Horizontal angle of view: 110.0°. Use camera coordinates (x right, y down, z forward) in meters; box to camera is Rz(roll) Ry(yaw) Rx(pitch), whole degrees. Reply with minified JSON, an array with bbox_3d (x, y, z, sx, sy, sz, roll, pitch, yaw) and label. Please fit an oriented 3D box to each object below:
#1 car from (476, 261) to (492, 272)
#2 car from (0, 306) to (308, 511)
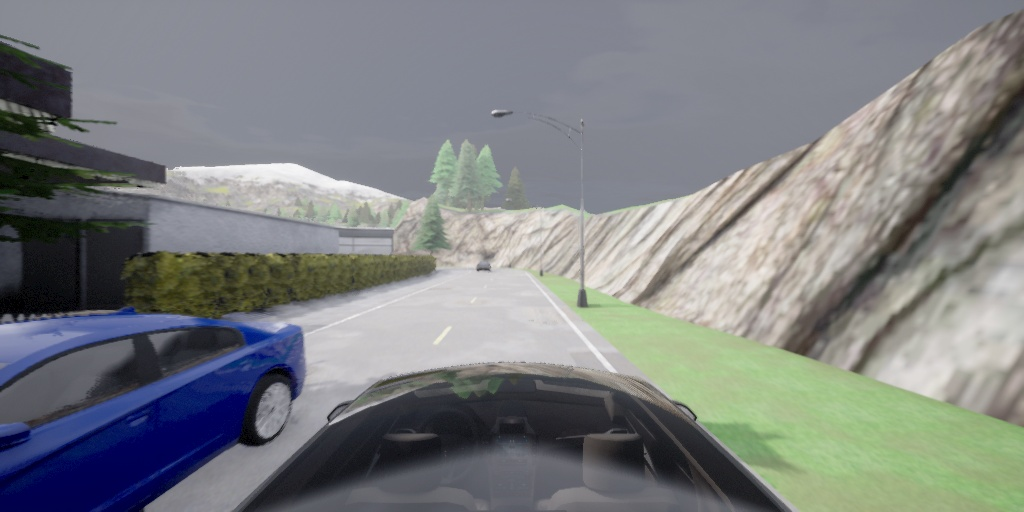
[{"bbox_3d":[-3.563,1.353,46.274,2.033,1.411,5.357,0,0,-1],"label":"car"},{"bbox_3d":[-3.500,1.228,2.433,1.882,1.535,5.008,0,0,0],"label":"car"}]
